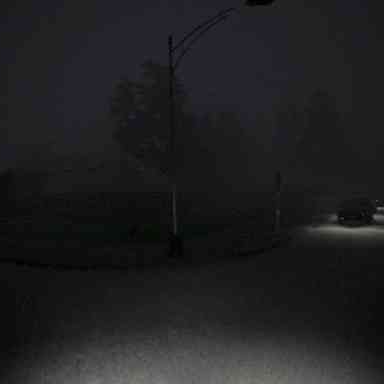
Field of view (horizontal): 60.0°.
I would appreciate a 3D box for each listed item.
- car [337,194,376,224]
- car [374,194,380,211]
[{"bbox_3d":[10.885,1.178,22.087,1.882,1.535,5.008,-1,0,30],"label":"car"},{"bbox_3d":[15.622,1.050,30.143,1.882,1.535,5.008,-1,0,31],"label":"car"}]
